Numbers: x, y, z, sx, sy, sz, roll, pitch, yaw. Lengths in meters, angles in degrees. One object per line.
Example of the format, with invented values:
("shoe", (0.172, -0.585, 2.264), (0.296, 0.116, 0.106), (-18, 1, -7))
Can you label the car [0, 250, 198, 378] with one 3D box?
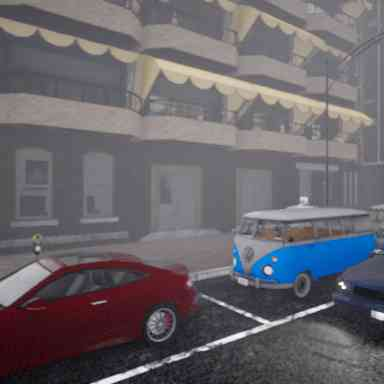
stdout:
("car", (-1.844, 1.572, 4.778), (4.206, 1.307, 1.802), (0, 1, -35))

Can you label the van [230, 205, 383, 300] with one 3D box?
("van", (2.764, 1.303, 8.028), (3.998, 1.788, 1.690), (0, 1, -35))

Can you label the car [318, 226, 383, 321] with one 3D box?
("car", (5.073, 1.506, 6.646), (5.357, 1.411, 2.033), (0, 0, -35))
